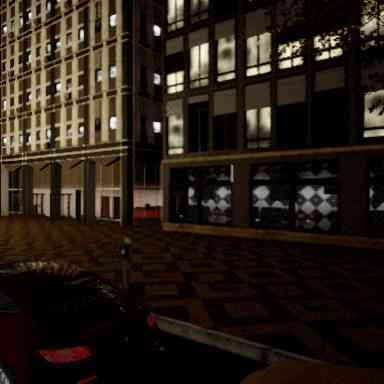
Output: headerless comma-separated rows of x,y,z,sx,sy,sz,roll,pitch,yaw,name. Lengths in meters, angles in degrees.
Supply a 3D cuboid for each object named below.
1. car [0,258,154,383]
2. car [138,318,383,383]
-2.312,1.584,4.525,4.206,1.307,1.802,0,0,36,car
2.163,1.525,1.330,4.829,1.417,1.752,0,0,36,car
